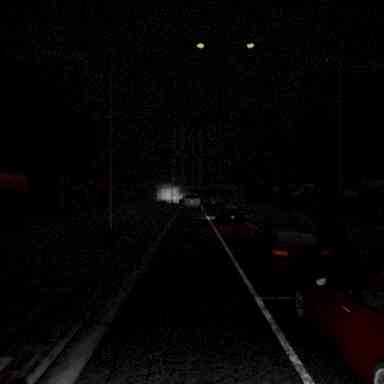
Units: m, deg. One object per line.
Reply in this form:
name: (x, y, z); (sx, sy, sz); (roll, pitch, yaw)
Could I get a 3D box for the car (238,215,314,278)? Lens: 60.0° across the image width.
car: (2.643, 1.567, 9.775); (1.802, 1.307, 4.206); (0, 0, 0)

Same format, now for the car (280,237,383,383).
car: (2.644, 1.575, 4.271); (1.802, 1.307, 4.206); (1, 0, 0)

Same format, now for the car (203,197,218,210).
car: (2.640, 1.400, 42.797); (1.967, 1.590, 4.097); (0, 0, 0)

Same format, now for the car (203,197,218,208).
car: (2.639, 1.509, 48.300); (2.008, 1.369, 4.403); (0, 0, 0)

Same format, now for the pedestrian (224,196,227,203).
pedestrian: (2.747, 1.261, 27.557); (0.375, 1.860, 0.375); (0, 0, 0)

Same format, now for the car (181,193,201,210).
car: (0.017, 1.185, 42.567); (2.150, 2.045, 5.566); (0, 0, 0)

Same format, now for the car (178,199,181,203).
car: (-1.017, 1.551, 63.560); (1.895, 1.301, 4.718); (1, 0, -22)

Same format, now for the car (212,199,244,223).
car: (2.747, 1.496, 24.713); (1.812, 1.442, 4.674); (0, 0, 0)
